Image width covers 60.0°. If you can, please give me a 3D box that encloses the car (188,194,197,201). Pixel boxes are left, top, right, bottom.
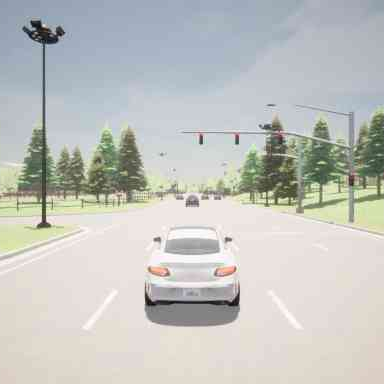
[{"bbox_3d":[0.111,1.347,82.787,2.097,1.767,4.553,0,0,0],"label":"car"}]

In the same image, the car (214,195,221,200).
[{"bbox_3d":[7.125,1.525,93.224,2.128,1.511,4.902,0,0,0],"label":"car"}]

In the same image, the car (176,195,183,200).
[{"bbox_3d":[-3.375,1.552,93.205,1.994,1.385,4.181,0,0,0],"label":"car"}]

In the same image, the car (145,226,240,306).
[{"bbox_3d":[0.017,1.526,7.884,1.812,1.442,4.674,0,0,0],"label":"car"}]

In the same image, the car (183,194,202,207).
[{"bbox_3d":[0.070,1.352,51.757,2.097,1.767,4.553,0,0,0],"label":"car"}]

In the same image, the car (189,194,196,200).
[{"bbox_3d":[0.125,1.332,92.820,1.837,1.490,4.892,0,0,0],"label":"car"}]

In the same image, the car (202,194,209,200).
[{"bbox_3d":[3.625,1.355,93.199,2.097,1.767,4.553,0,0,0],"label":"car"}]
